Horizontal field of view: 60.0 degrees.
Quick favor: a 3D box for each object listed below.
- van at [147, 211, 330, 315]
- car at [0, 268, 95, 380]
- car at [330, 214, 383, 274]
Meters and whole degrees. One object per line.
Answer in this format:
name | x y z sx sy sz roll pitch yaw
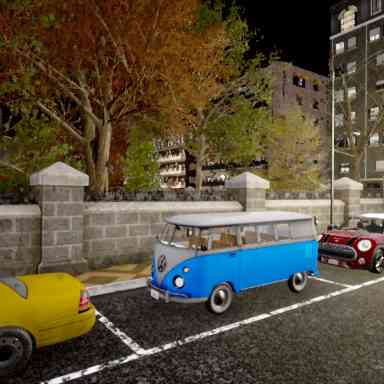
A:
van | 1.035 1.342 7.280 3.998 1.788 1.690 0 1 -35
car | -3.678 1.525 3.927 4.829 1.417 1.752 0 1 -35
car | 5.606 1.441 10.537 4.097 1.590 1.967 0 1 -35
